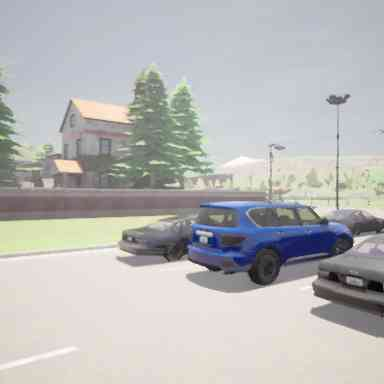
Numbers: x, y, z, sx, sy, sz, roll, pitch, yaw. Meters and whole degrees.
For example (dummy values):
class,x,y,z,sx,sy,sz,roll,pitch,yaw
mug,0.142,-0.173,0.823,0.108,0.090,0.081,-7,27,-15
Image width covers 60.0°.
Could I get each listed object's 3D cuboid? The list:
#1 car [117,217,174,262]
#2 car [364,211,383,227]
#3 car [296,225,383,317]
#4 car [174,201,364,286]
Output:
class,x,y,z,sx,sy,sz,roll,pitch,yaw
car,0.006,1.603,12.355,5.357,1.411,2.033,1,0,-35
car,9.024,1.689,18.791,5.357,1.411,2.033,1,0,-36
car,4.845,1.610,7.215,5.357,1.411,2.033,1,0,-36
car,2.474,1.284,9.820,5.566,2.045,2.150,0,0,-35
